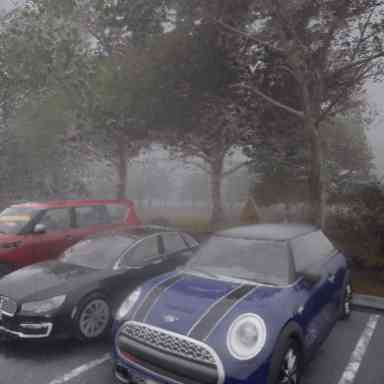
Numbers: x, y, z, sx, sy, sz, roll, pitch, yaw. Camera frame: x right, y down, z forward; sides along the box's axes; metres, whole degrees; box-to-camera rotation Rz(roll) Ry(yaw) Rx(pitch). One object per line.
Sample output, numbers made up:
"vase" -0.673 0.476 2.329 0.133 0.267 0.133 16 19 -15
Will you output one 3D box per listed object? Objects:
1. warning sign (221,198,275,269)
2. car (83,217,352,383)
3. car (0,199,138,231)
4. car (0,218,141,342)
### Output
"warning sign" 1.656 1.120 9.695 1.060 1.860 1.300 -1 0 36
"car" 0.958 1.356 5.116 2.185 1.767 4.553 0 0 36
"car" -3.609 1.235 8.304 2.435 2.045 5.566 0 0 36
"car" -1.324 1.486 6.715 2.231 1.521 4.892 0 0 36
